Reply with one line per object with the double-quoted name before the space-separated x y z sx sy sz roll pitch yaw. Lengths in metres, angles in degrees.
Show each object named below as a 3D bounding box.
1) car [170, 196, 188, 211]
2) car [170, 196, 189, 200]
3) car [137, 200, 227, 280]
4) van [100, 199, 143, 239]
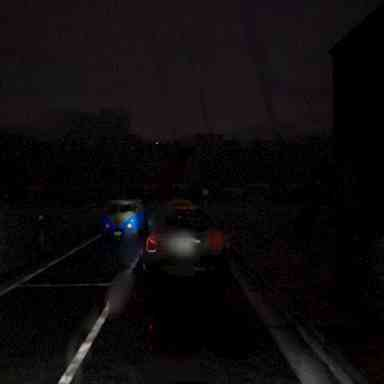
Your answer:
"car" -1.396 1.222 37.128 1.882 1.535 5.008 0 0 -1
"car" -0.793 1.312 23.555 1.882 1.535 5.008 0 0 -2
"car" -0.253 1.281 9.964 2.097 1.767 4.553 0 1 -2
"van" -3.253 1.228 16.254 1.690 1.788 3.998 -1 0 -2
